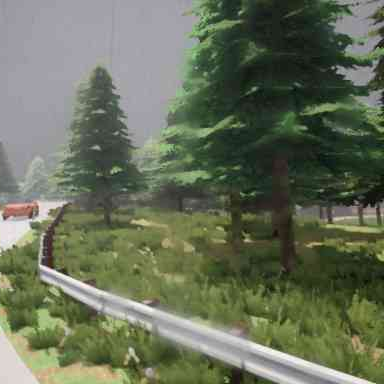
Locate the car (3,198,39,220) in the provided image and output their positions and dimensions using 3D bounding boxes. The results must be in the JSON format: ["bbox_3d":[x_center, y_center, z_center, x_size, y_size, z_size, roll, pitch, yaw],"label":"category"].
[{"bbox_3d":[-14.254,1.274,27.932,2.097,1.767,4.553,-3,1,-17],"label":"car"}]
